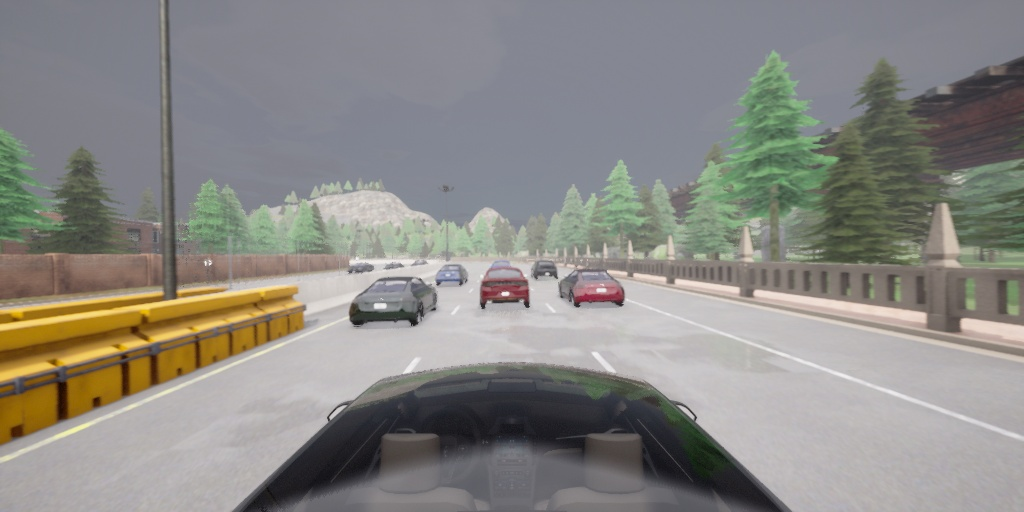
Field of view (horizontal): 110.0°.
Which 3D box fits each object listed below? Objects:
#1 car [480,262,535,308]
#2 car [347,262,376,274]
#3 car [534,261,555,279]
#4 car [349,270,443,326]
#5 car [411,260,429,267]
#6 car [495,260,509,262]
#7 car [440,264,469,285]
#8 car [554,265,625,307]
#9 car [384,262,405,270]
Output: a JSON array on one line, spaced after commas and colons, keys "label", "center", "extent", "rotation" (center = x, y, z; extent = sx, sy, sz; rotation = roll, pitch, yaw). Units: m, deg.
[{"label": "car", "center": [-0.330, 1.187, 15.153], "extent": [1.882, 1.535, 5.008], "rotation": [-1, 0, -2]}, {"label": "car", "center": [-19.127, 1.513, 45.868], "extent": [2.033, 1.411, 5.357], "rotation": [-1, 0, -2]}, {"label": "car", "center": [2.642, 1.106, 29.946], "extent": [1.837, 1.490, 4.892], "rotation": [-1, 1, -2]}, {"label": "car", "center": [-3.726, 1.350, 11.945], "extent": [1.994, 1.385, 4.181], "rotation": [-1, 0, -2]}, {"label": "car", "center": [-12.306, 1.317, 48.143], "extent": [2.128, 1.511, 4.902], "rotation": [-1, 0, -3]}, {"label": "car", "center": [-0.902, 1.141, 31.281], "extent": [1.882, 1.535, 5.008], "rotation": [-1, 0, -2]}, {"label": "car", "center": [-4.244, 1.295, 25.904], "extent": [2.033, 1.411, 5.357], "rotation": [-1, 0, -1]}, {"label": "car", "center": [3.181, 1.205, 14.986], "extent": [1.994, 1.385, 4.181], "rotation": [-1, 0, -2]}, {"label": "car", "center": [-15.843, 1.456, 48.600], "extent": [1.994, 1.385, 4.181], "rotation": [-1, 0, -4]}]
